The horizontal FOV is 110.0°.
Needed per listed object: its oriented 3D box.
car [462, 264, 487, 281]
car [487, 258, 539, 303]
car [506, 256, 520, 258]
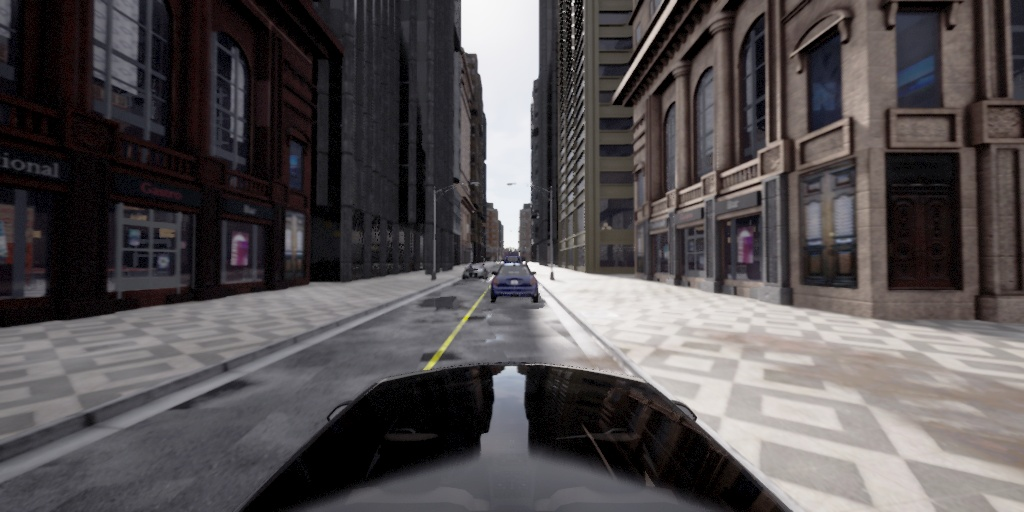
[{"bbox_3d":[-3.075,1.377,30.596,1.994,1.385,4.181,0,0,0],"label":"car"},{"bbox_3d":[0.110,1.133,17.136,2.097,1.767,4.553,0,0,0],"label":"car"},{"bbox_3d":[0.119,1.066,41.397,2.150,2.045,5.566,0,0,0],"label":"car"}]
